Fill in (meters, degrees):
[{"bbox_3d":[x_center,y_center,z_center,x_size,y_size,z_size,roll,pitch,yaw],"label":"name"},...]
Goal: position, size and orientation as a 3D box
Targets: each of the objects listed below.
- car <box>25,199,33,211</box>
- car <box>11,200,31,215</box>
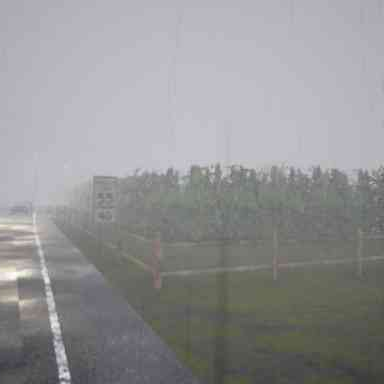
[{"bbox_3d":[-26.763,2.058,53.335,2.097,1.767,4.553,2,-1,-28],"label":"car"},{"bbox_3d":[-21.648,2.060,41.905,1.837,1.490,4.892,2,-1,-25],"label":"car"}]
